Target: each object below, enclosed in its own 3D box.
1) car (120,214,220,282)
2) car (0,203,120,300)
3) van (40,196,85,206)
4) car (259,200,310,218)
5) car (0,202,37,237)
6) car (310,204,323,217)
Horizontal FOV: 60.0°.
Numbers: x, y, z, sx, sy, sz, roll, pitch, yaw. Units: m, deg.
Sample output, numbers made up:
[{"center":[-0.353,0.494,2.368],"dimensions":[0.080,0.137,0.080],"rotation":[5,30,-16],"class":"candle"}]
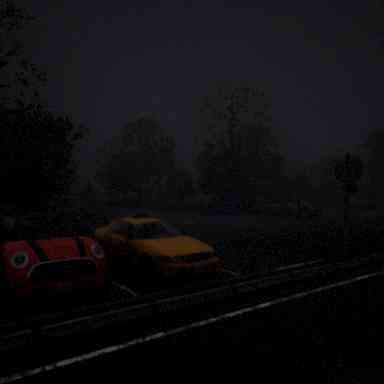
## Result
[{"center":[-1.373,1.464,10.101],"dimensions":[1.946,1.575,5.366],"rotation":[0,0,-36],"class":"car"},{"center":[-3.866,1.340,8.568],"dimensions":[2.185,1.767,4.553],"rotation":[0,0,-36],"class":"car"},{"center":[-8.067,1.243,20.483],"dimensions":[1.878,1.987,4.442],"rotation":[0,0,-36],"class":"van"},{"center":[8.743,1.735,32.721],"dimensions":[2.002,1.452,4.674],"rotation":[1,-1,-36],"class":"car"},{"center":[-10.509,1.465,19.093],"dimensions":[1.946,1.575,5.366],"rotation":[0,0,-36],"class":"car"},{"center":[11.289,1.623,34.615],"dimensions":[2.185,1.767,4.553],"rotation":[1,-1,-36],"class":"car"}]
